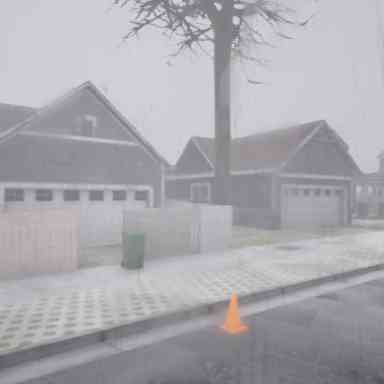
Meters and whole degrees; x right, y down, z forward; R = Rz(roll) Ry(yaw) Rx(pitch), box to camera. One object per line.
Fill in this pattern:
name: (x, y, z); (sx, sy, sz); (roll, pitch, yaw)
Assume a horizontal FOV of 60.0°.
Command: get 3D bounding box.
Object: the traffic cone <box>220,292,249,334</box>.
traffic cone: (0.693, 1.941, 5.469); (0.340, 0.580, 0.340); (0, 0, -34)
